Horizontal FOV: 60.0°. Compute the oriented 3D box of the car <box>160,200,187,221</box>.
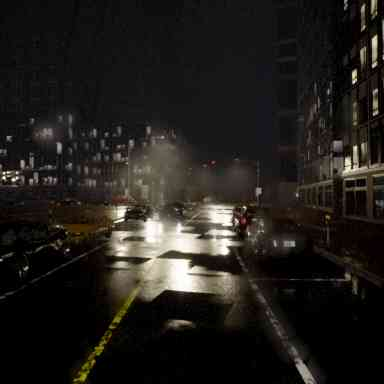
[{"bbox_3d":[-1.486,1.537,27.389,1.837,1.490,4.892,0,0,5],"label":"car"}]

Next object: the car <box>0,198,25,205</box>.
[{"bbox_3d":[-31.436,1.766,58.300,4.403,1.369,2.008,0,-1,15],"label":"car"}]

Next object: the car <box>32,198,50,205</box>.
[{"bbox_3d":[-29.530,1.893,65.947,4.829,1.417,1.752,0,-1,15],"label":"car"}]

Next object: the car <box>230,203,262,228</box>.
[{"bbox_3d":[3.655,1.556,23.227,1.887,1.381,4.507,1,0,5],"label":"car"}]

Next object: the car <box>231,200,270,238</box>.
[{"bbox_3d":[3.267,1.448,17.598,1.967,1.590,4.097,1,0,4],"label":"car"}]

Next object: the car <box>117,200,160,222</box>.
[{"bbox_3d":[-4.126,1.578,26.408,2.008,1.369,4.403,1,0,5],"label":"car"}]

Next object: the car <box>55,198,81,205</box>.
[{"bbox_3d":[-23.971,1.882,64.423,4.403,1.369,2.008,0,-1,15],"label":"car"}]

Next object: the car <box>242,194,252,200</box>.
[{"bbox_3d":[12.567,1.439,76.065,2.192,1.841,5.009,1,0,15],"label":"car"}]

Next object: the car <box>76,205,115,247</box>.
[{"bbox_3d":[-4.892,1.540,15.308,1.752,1.417,4.829,1,0,3],"label":"car"}]

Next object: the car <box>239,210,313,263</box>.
[{"bbox_3d":[2.976,1.570,11.918,1.947,1.339,4.313,1,0,2],"label":"car"}]

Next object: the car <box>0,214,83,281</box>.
[{"bbox_3d":[-5.121,1.574,9.985,1.947,1.339,4.313,1,0,2],"label":"car"}]

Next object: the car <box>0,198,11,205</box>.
[{"bbox_3d":[-40.157,1.989,68.861,4.403,1.369,2.008,0,-1,15],"label":"car"}]

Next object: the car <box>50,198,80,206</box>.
[{"bbox_3d":[-20.650,1.695,55.342,4.403,1.369,2.008,0,-1,15],"label":"car"}]

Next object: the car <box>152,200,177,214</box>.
[{"bbox_3d":[-3.000,1.594,37.165,2.008,1.369,4.403,1,0,7],"label":"car"}]

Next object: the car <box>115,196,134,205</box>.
[{"bbox_3d":[-13.181,1.574,61.468,5.009,1.841,2.192,0,-1,15],"label":"car"}]

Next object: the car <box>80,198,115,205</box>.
[{"bbox_3d":[-15.257,1.674,53.864,4.313,1.339,1.947,0,-1,15],"label":"car"}]

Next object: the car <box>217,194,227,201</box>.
[{"bbox_3d":[8.124,1.529,89.912,2.192,1.841,5.009,1,0,16],"label":"car"}]

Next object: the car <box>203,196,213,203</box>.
[{"bbox_3d":[3.567,1.674,73.822,1.752,1.417,4.829,1,0,14],"label":"car"}]
